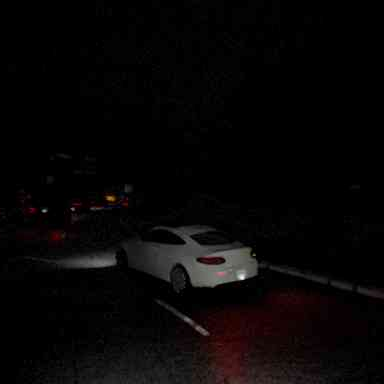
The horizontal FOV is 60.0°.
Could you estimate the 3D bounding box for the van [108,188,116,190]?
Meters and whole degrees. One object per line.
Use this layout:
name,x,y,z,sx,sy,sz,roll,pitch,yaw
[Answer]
van,-21.176,0.057,83.120,1.878,1.987,4.442,-1,1,6

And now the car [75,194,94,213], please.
car,-11.982,1.337,35.011,1.837,1.490,4.892,-1,1,-7

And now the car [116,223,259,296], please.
car,-0.351,1.541,8.781,1.812,1.442,4.674,-1,0,-37

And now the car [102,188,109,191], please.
car,-21.586,0.466,77.684,2.163,1.488,4.792,-1,2,4

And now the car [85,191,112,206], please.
car,-12.896,1.112,45.693,1.882,1.535,5.008,-1,1,-2

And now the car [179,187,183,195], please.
car,-5.093,0.300,75.832,4.892,1.521,2.231,-1,2,4

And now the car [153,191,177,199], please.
car,-5.418,0.569,67.651,4.674,1.452,2.002,-1,2,2

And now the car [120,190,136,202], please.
car,-10.243,0.901,55.571,1.837,1.490,4.892,-1,1,0

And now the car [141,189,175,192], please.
car,-5.249,0.856,48.637,4.553,1.767,2.185,-1,1,-1

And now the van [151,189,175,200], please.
van,-5.390,0.445,62.185,4.442,1.987,1.878,-1,1,0

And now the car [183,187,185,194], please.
car,-4.743,0.162,81.408,4.792,1.488,2.163,-1,2,5

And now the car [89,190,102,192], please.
car,-21.881,0.587,72.200,2.097,1.535,5.008,-1,2,3

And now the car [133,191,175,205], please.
car,-5.215,1.040,45.885,4.892,1.521,2.231,-1,1,-1

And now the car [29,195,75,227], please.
car,-9.874,1.243,23.455,2.150,2.045,5.566,-1,1,-14

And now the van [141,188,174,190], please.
van,-5.467,0.698,51.386,4.442,1.987,1.878,-1,1,-1

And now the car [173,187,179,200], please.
car,-5.397,0.613,54.133,5.566,2.045,2.435,-1,1,-1

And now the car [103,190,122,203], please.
car,-13.240,0.909,55.279,1.882,1.535,5.008,-1,1,0
